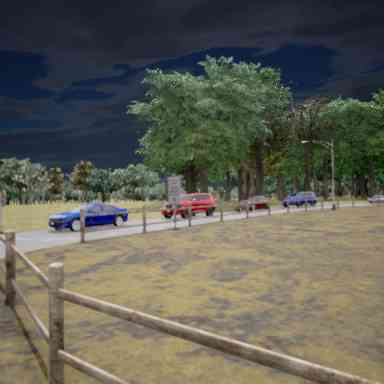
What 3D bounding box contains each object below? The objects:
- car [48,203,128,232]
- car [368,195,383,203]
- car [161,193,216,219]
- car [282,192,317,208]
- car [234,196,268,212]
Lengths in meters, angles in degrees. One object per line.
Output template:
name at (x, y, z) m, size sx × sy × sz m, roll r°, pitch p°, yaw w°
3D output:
car at (-6.125, 1.437, 20.109) m, size 1.882 × 1.535 × 5.008 m, roll -2°, pitch -1°, yaw 36°
car at (28.564, 1.119, 49.868) m, size 4.718 × 1.301 × 1.895 m, roll 0°, pitch -1°, yaw -30°
car at (-0.178, 1.130, 28.110) m, size 2.150 × 2.045 × 5.566 m, roll -2°, pitch -1°, yaw 38°
car at (13.972, 0.981, 43.061) m, size 5.566 × 2.045 × 2.150 m, roll -1°, pitch -1°, yaw -41°
car at (6.536, 1.192, 35.923) m, size 2.097 × 1.767 × 4.553 m, roll -2°, pitch -1°, yaw 43°
